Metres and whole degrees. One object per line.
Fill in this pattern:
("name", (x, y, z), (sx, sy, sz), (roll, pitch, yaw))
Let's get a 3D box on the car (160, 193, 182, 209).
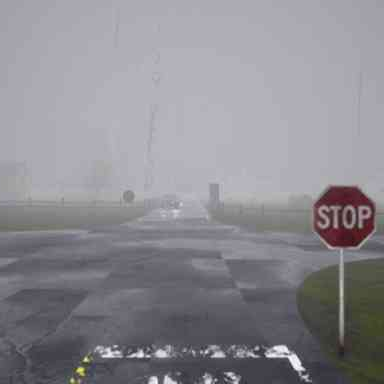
("car", (-2.896, 1.187, 43.878), (2.150, 2.045, 5.566), (0, 0, 0))
